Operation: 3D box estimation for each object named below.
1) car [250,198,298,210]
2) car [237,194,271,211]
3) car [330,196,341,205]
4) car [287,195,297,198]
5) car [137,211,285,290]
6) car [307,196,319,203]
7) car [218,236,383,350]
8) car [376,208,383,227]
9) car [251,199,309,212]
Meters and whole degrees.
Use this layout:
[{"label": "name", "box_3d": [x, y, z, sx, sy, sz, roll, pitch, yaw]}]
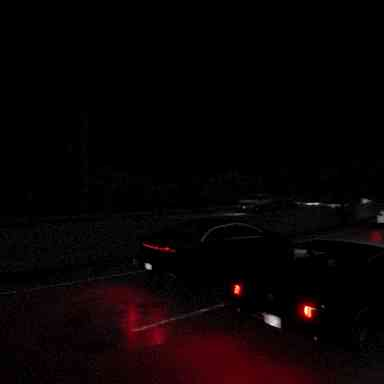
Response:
[{"label": "car", "box_3d": [7.913, 1.547, 31.743, 2.033, 1.411, 5.357, 0, 0, 37]}, {"label": "car", "box_3d": [6.939, 1.222, 36.352, 2.150, 2.045, 5.566, 0, 0, 35]}, {"label": "car", "box_3d": [26.345, 1.477, 60.392, 1.882, 1.535, 5.008, 0, 0, 17]}, {"label": "car", "box_3d": [22.219, 1.463, 73.708, 1.882, 1.535, 5.008, 0, 0, 10]}, {"label": "car", "box_3d": [0.863, 1.492, 9.187, 4.902, 1.511, 2.128, 0, 0, -39]}, {"label": "car", "box_3d": [24.744, 1.551, 68.019, 1.994, 1.385, 4.181, 0, 0, 13]}, {"label": "car", "box_3d": [2.904, 1.601, 6.278, 4.718, 1.301, 1.895, 0, 0, -39]}, {"label": "car", "box_3d": [13.322, 1.525, 21.573, 1.812, 1.442, 4.674, 0, 0, 40]}, {"label": "car", "box_3d": [6.649, 1.505, 24.815, 1.837, 1.490, 4.892, 0, 0, 41]}]
